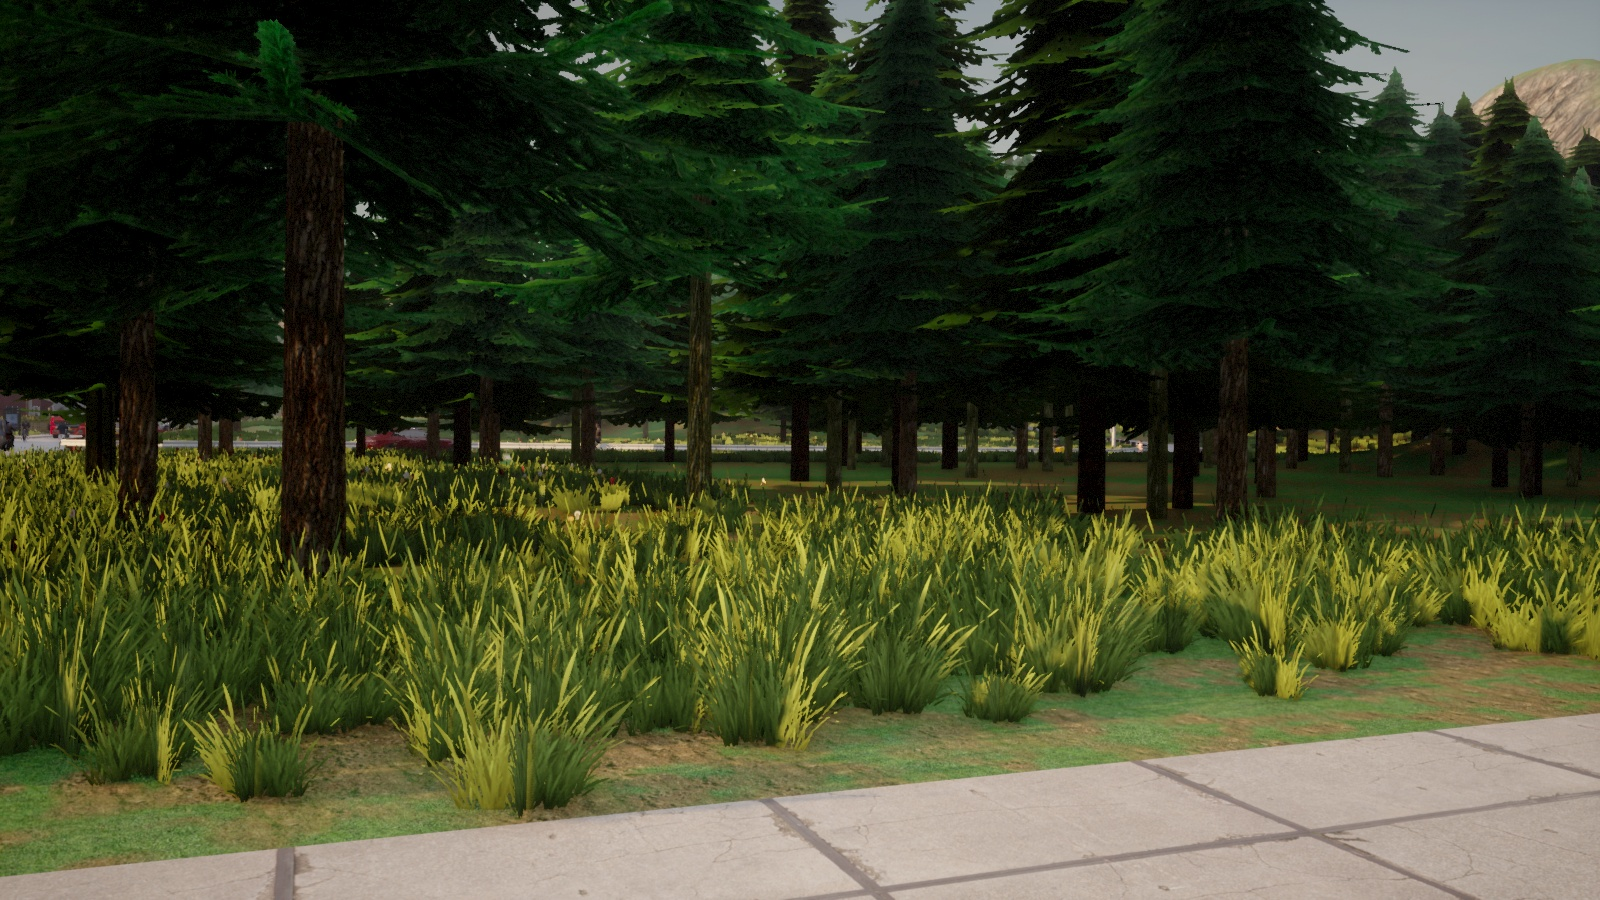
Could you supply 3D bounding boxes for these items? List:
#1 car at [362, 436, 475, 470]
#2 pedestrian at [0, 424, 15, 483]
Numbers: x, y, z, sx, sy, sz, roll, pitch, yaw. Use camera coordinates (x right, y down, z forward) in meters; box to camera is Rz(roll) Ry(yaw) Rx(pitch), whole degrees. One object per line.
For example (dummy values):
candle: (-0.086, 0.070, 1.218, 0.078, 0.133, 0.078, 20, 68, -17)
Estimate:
car: (-17.217, 0.095, 56.739, 4.674, 1.442, 1.812, -1, 1, -25)
pedestrian: (-25.725, 0.113, 40.125, 0.874, 1.855, 0.900, -1, 1, -18)
